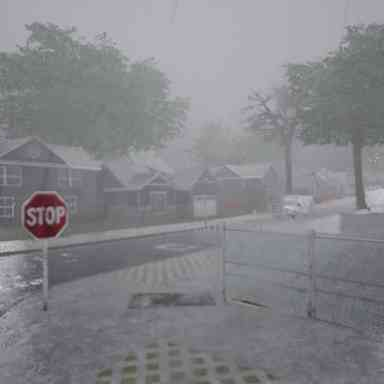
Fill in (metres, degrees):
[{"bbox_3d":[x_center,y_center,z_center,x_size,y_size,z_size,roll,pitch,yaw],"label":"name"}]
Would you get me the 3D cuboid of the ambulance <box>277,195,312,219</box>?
[{"bbox_3d":[11.364,1.618,36.813,2.351,2.431,6.366,-2,-1,36],"label":"ambulance"}]
